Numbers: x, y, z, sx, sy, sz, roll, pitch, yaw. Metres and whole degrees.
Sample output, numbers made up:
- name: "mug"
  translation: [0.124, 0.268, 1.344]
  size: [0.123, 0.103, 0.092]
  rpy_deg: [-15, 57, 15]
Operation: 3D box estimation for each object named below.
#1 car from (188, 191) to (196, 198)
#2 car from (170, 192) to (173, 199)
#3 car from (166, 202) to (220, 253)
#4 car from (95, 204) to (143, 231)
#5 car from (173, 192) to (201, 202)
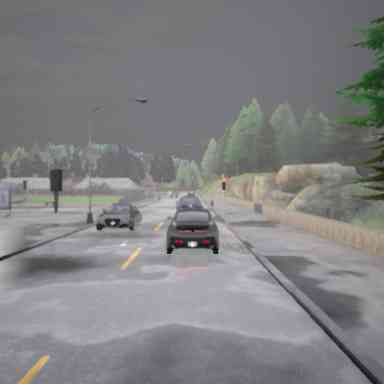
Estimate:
- name: "car"
  translation: [-0.026, 0.624, 77.761]
  size: [1.882, 1.535, 5.008]
  rpy_deg: [0, 1, 0]
- name: "car"
  translation: [-4.025, 0.835, 76.632]
  size: [2.128, 1.511, 4.902]
  rpy_deg: [0, 1, 0]
- name: "car"
  translation: [0.039, 1.387, 13.092]
  size: [1.837, 1.490, 4.892]
  rpy_deg: [0, 1, 1]
- name: "car"
  translation: [-4.050, 1.393, 19.022]
  size: [1.994, 1.385, 4.181]
  rpy_deg: [0, 0, 1]
- name: "car"
  translation: [-0.307, 1.099, 27.952]
  size: [2.097, 1.767, 4.553]
  rpy_deg: [0, 0, -4]
